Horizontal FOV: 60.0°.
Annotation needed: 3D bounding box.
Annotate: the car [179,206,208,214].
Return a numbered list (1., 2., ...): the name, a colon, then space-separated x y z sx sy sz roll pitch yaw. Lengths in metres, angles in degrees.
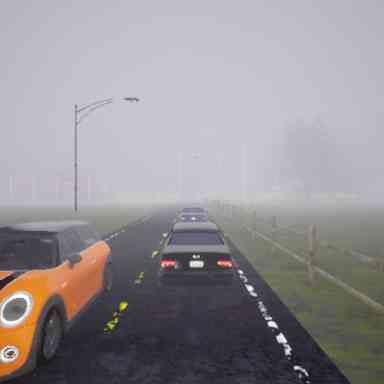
1. car: 0.087 1.639 22.215 2.033 1.411 5.357 0 0 0

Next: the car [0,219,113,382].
1. car: -2.854 1.373 5.766 2.097 1.767 4.553 0 0 0

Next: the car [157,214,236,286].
1. car: 0.093 1.583 9.547 2.033 1.411 5.357 0 0 0
